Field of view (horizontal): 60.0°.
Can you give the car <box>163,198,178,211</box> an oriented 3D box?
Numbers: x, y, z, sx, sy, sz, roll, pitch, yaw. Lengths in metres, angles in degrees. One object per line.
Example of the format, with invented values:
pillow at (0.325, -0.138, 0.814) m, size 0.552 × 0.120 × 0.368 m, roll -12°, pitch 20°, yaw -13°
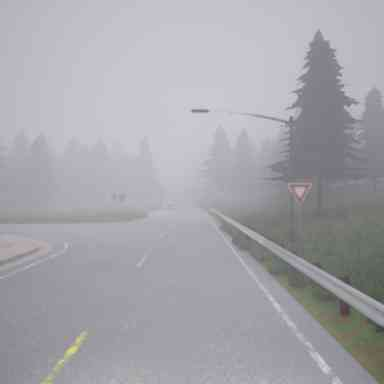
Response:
car at (-3.526, 1.995, 54.541) m, size 2.150 × 2.045 × 5.566 m, roll 0°, pitch -1°, yaw 0°
